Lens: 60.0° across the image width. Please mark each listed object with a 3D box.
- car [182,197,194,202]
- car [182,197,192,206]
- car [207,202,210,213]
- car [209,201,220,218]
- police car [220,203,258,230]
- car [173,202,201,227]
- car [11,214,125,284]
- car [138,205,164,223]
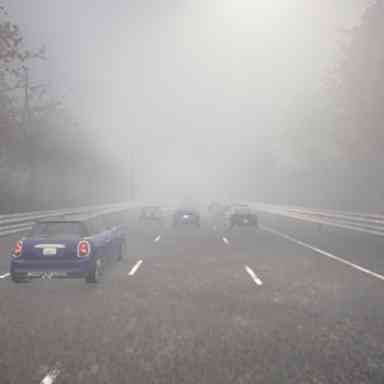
[{"bbox_3d":[-0.729,1.973,65.860,2.150,2.045,5.566,0,-2,-2],"label":"car"},{"bbox_3d":[-1.195,2.134,79.717,2.150,2.045,5.566,0,-1,-2],"label":"car"},{"bbox_3d":[3.115,1.964,45.711,2.033,1.649,4.856,0,-1,-1],"label":"car"},{"bbox_3d":[3.280,1.954,34.675,2.033,1.411,5.357,0,-1,-1],"label":"car"},{"bbox_3d":[3.400,1.706,23.750,1.930,1.638,5.238,0,-1,0],"label":"police car"},{"bbox_3d":[-0.384,1.807,25.716,2.163,1.488,4.792,0,-1,1],"label":"car"},{"bbox_3d":[-3.424,1.473,10.112,2.097,1.767,4.553,0,-1,0],"label":"car"},{"bbox_3d":[-3.559,1.892,29.307,2.033,1.411,5.357,0,-1,-1],"label":"car"}]
